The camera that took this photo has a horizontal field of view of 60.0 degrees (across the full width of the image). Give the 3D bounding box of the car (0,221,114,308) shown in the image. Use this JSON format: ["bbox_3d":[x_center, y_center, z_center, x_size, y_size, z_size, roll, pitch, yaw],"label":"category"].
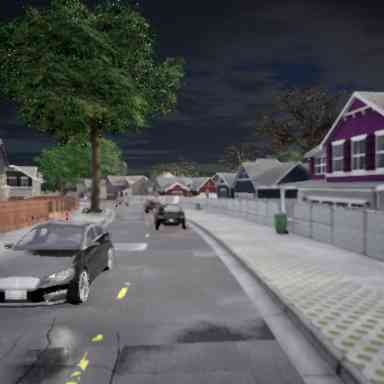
[{"bbox_3d":[-3.169,1.512,8.172,2.128,1.511,4.902,0,0,-3],"label":"car"}]

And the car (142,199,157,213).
[{"bbox_3d":[-4.537,1.594,38.177,1.837,1.490,4.892,0,-1,-13],"label":"car"}]

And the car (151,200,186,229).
[{"bbox_3d":[-1.543,1.519,22.144,1.882,1.535,5.008,0,0,-8],"label":"car"}]

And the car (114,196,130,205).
[{"bbox_3d":[-10.355,1.383,48.931,1.837,1.490,4.892,0,0,-18],"label":"car"}]
